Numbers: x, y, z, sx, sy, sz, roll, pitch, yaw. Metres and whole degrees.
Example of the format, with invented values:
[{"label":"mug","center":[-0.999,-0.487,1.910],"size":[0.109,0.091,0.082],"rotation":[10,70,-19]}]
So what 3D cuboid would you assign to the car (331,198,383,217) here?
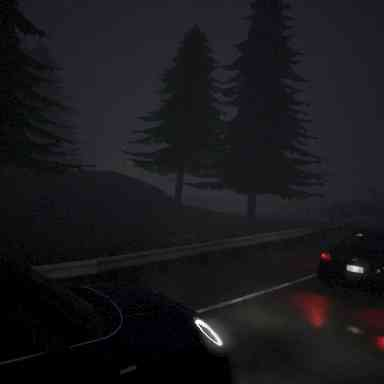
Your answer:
[{"label":"car","center":[15.492,1.485,30.560],"size":[5.008,1.535,1.882],"rotation":[0,0,35]}]

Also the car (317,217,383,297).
[{"label":"car","center":[4.878,1.564,8.219],"size":[4.181,1.385,1.994],"rotation":[0,0,-42]}]

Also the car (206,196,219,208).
[{"label":"car","center":[0.699,1.468,45.072],"size":[4.902,1.511,2.128],"rotation":[0,0,35]}]

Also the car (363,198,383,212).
[{"label":"car","center":[22.617,1.509,38.399],"size":[4.892,1.490,1.837],"rotation":[0,0,35]}]

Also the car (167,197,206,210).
[{"label":"car","center":[-1.017,1.504,42.002],"size":[4.674,1.442,1.812],"rotation":[0,0,35]}]

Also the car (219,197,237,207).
[{"label":"car","center":[4.446,1.453,50.993],"size":[5.008,1.535,1.882],"rotation":[0,0,35]}]

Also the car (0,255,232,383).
[{"label":"car","center":[-1.819,1.352,2.744],"size":[4.553,1.767,2.097],"rotation":[0,0,-36]}]
